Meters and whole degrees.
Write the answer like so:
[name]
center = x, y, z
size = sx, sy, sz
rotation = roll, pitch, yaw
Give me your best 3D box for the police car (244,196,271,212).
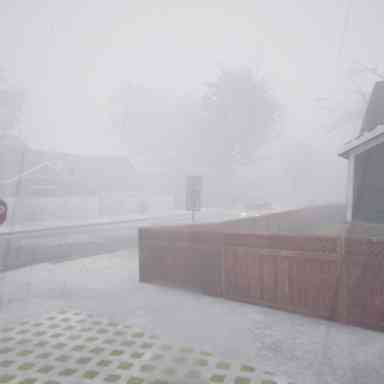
[police car]
center = 7.611, 1.301, 38.426
size = 1.930, 1.638, 5.238
rotation = 3, 2, 30
